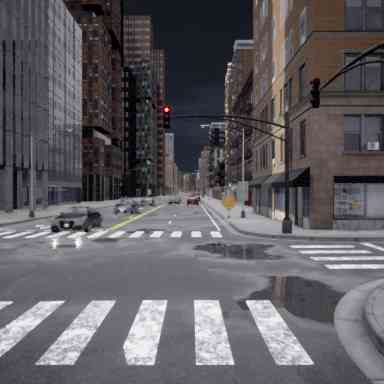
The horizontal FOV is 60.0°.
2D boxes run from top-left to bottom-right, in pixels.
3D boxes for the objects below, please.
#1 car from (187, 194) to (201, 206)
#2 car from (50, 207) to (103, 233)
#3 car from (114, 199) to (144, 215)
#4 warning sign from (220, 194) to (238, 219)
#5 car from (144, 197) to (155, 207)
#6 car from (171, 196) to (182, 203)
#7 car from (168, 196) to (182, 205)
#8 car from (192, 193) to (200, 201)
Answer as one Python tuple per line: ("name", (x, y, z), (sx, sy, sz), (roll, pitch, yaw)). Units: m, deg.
("car", (0.100, 1.493, 54.838), (1.882, 1.535, 5.008), (0, 0, 0))
("car", (-6.602, 1.566, 19.481), (1.994, 1.385, 4.181), (0, 0, 0))
("car", (-6.598, 1.493, 33.787), (2.128, 1.511, 4.902), (0, 0, 0))
("warning sign", (2.853, 1.118, 25.648), (1.300, 1.860, 1.060), (0, 0, 0))
("car", (-6.579, 1.538, 49.879), (1.812, 1.442, 4.674), (0, 0, 0))
("car", (-3.154, 1.573, 69.638), (2.033, 1.411, 5.357), (0, 0, 0))
("car", (-3.151, 1.619, 59.379), (1.895, 1.301, 4.718), (0, 0, 0))
("car", (0.975, 1.267, 85.682), (2.150, 2.045, 5.566), (0, 0, 0))
